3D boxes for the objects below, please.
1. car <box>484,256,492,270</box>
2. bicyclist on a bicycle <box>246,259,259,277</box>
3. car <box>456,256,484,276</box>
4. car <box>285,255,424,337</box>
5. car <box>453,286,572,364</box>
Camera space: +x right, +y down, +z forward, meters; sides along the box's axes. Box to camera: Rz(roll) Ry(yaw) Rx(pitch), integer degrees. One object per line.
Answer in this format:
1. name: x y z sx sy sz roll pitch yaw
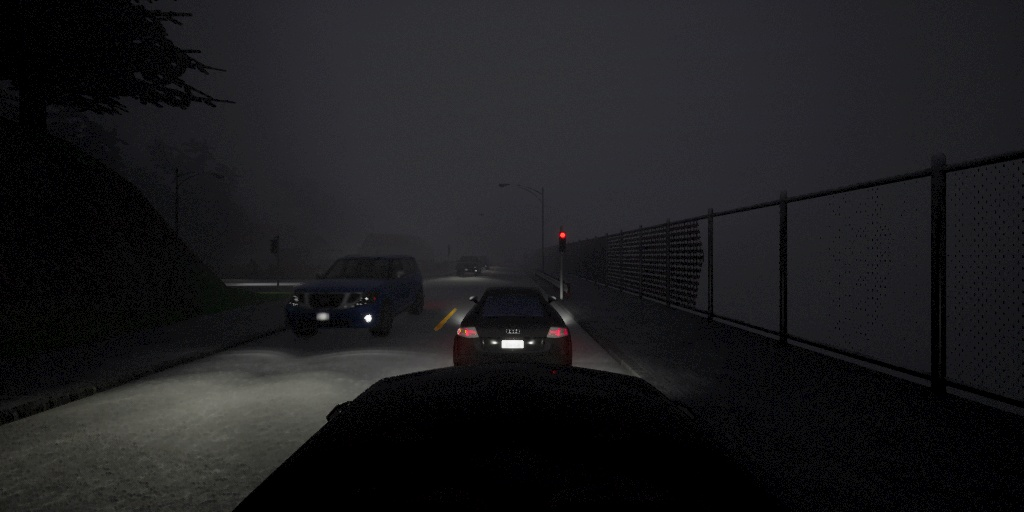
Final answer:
1. car: -4.513 0.969 51.981 2.150 2.045 5.566 0 0 -1
2. bicyclist on a bicycle: -24.055 1.099 33.289 0.582 1.620 1.656 0 0 0
3. car: -4.391 0.972 36.939 2.150 2.045 5.566 0 0 0
4. car: -4.172 0.971 10.630 2.150 2.045 5.566 0 0 0
5. car: 0.017 1.314 7.477 1.994 1.385 4.181 0 0 0
